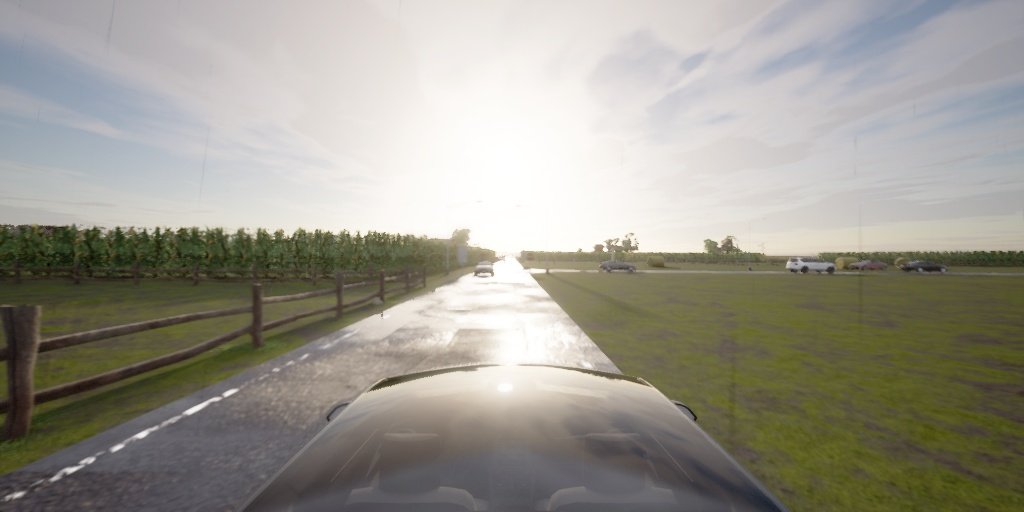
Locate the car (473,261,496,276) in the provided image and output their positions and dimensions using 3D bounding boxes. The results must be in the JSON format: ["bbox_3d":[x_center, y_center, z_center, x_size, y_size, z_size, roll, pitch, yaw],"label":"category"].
[{"bbox_3d":[-2.752,1.266,36.901,1.812,1.442,4.674,0,0,0],"label":"car"}]

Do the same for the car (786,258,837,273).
[{"bbox_3d":[39.299,1.235,47.174,5.566,2.045,2.150,0,0,1],"label":"car"}]

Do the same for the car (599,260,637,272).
[{"bbox_3d":[14.062,1.329,47.683,4.902,1.511,2.128,0,0,1],"label":"car"}]
